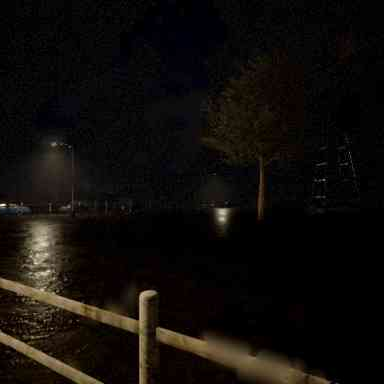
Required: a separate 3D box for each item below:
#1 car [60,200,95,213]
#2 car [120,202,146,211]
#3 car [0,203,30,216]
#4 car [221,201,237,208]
[{"bbox_3d":[-15.129,1.911,44.015,2.097,1.767,4.553,-2,-2,36],"label":"car"},{"bbox_3d":[-9.191,2.258,52.255,1.812,1.442,4.674,-2,-2,36],"label":"car"},{"bbox_3d":[-20.669,1.950,36.309,2.033,1.411,5.357,-2,-2,35],"label":"car"},{"bbox_3d":[7.734,2.626,69.478,1.994,1.385,4.181,-2,-2,36],"label":"car"}]
